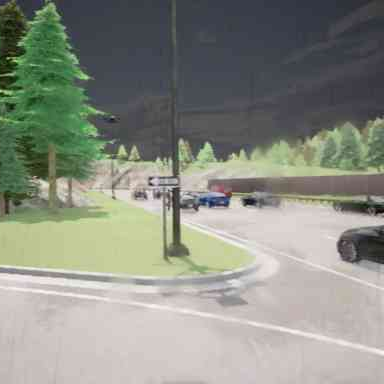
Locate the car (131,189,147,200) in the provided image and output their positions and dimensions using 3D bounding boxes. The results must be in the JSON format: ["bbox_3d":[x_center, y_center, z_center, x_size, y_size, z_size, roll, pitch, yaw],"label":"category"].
[{"bbox_3d":[-7.916,0.375,49.815,1.837,1.490,4.892,-1,1,-18],"label":"car"}]

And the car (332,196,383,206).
[{"bbox_3d":[11.847,0.901,22.723,1.895,1.301,4.718,-1,1,-18],"label":"car"}]

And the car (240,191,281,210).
[{"bbox_3d":[5.971,0.694,29.542,2.128,1.511,4.902,-1,1,-18],"label":"car"}]

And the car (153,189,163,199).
[{"bbox_3d":[-4.854,0.266,51.719,1.882,1.535,5.008,-1,1,-18],"label":"car"}]

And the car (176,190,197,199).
[{"bbox_3d":[-0.864,0.366,50.762,1.895,1.301,4.718,-1,1,-18],"label":"car"}]

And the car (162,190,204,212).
[{"bbox_3d":[-0.844,0.848,27.874,1.812,1.442,4.674,-1,1,-18],"label":"car"}]

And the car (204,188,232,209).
[{"bbox_3d":[1.835,0.694,30.966,1.882,1.535,5.008,-1,1,-18],"label":"car"}]

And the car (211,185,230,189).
[{"bbox_3d":[3.792,0.007,47.695,2.150,2.045,5.566,-1,1,-18],"label":"car"}]

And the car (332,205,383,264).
[{"bbox_3d":[5.595,1.260,7.892,1.812,1.442,4.674,-1,1,-18],"label":"car"}]
